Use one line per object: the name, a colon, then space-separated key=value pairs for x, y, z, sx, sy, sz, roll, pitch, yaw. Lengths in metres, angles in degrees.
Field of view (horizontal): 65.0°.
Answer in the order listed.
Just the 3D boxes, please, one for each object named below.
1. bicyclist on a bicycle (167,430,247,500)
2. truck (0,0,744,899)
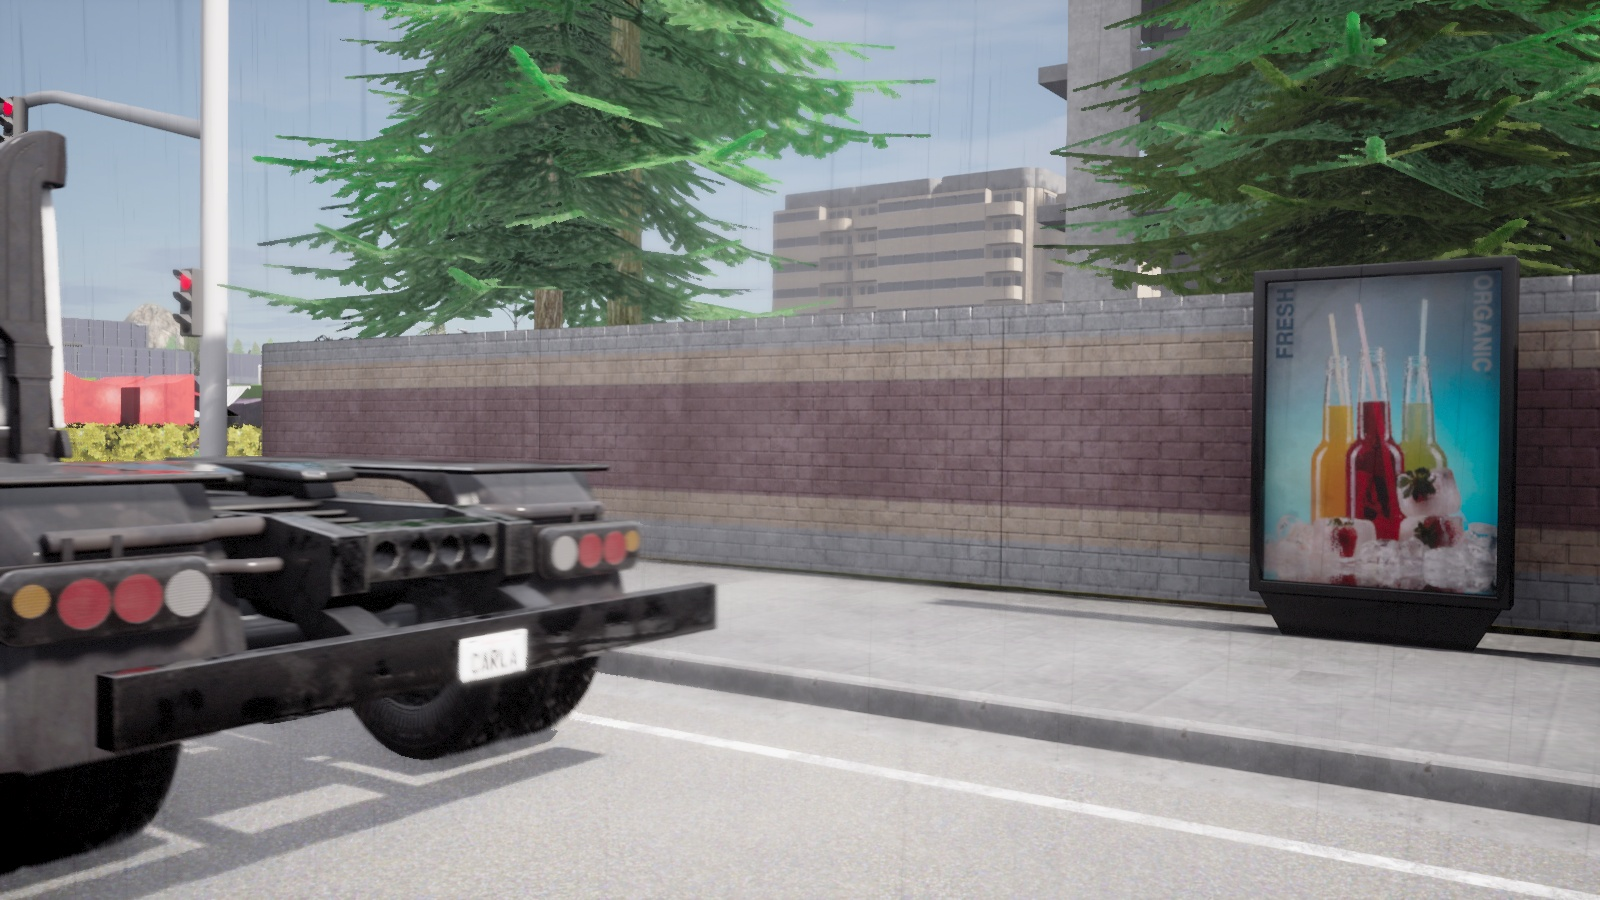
bicyclist on a bicycle: x=-14.307 y=0.342 z=30.320 sx=0.582 sy=1.620 sz=1.656 roll=0 pitch=1 yaw=33
truck: x=-4.370 y=-0.301 z=6.505 sx=7.936 sy=3.462 sz=2.891 roll=0 pitch=1 yaw=34
